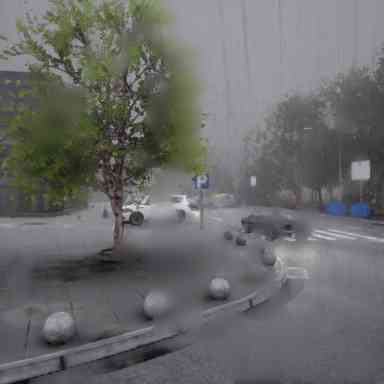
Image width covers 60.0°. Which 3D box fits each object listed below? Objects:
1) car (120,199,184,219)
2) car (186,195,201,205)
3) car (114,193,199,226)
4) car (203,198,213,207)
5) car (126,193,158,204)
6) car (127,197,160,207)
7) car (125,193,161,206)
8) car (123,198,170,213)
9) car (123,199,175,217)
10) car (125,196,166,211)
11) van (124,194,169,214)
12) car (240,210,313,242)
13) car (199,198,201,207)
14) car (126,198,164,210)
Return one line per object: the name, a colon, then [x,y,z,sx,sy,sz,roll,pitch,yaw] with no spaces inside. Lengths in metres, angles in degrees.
car: [-3.588,1.486,30.101,5.366,1.575,1.946,-1,0,-30]
car: [0.266,1.387,61.971,2.097,1.767,4.553,0,0,-10]
car: [-2.729,1.238,24.066,5.566,2.045,2.435,-1,0,-30]
car: [1.999,1.584,52.233,1.994,1.385,4.181,0,0,-10]
car: [-9.859,1.279,65.548,5.566,2.045,2.435,-1,0,-30]
car: [-7.817,1.536,53.705,4.792,1.488,2.163,-1,0,-30]
car: [-8.326,1.259,56.662,5.566,2.045,2.435,-1,0,-30]
car: [-5.287,1.495,38.884,5.008,1.535,2.097,-1,0,-30]
car: [-4.272,1.533,32.968,4.674,1.452,2.002,-1,0,-30]
car: [-5.839,1.371,41.836,4.553,1.767,2.185,-1,0,-30]
van: [-4.884,1.269,35.863,4.442,1.987,1.878,-1,0,-30]
car: [4.038,1.603,16.634,1.895,1.301,4.718,0,0,-11]
car: [-0.381,1.489,41.534,1.882,1.535,5.008,0,0,-10]
car: [-6.317,1.538,44.807,4.674,1.452,2.002,-1,0,-30]
